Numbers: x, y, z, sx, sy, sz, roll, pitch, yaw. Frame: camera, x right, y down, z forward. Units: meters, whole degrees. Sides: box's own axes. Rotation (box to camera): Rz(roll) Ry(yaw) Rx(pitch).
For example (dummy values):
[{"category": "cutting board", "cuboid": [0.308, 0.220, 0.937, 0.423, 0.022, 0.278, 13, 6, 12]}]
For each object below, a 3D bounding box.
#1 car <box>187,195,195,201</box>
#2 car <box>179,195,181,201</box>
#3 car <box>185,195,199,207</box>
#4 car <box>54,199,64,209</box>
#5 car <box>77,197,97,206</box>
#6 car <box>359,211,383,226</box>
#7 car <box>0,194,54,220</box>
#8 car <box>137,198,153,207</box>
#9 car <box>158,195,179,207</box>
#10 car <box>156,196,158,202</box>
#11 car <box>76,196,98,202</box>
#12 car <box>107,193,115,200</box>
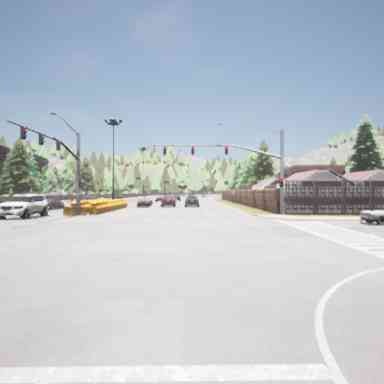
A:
[{"category": "car", "cuboid": [-0.169, 1.440, 79.956, 1.837, 1.490, 4.892, 0, 0, 0]}, {"category": "car", "cuboid": [-3.670, 1.420, 80.050, 1.882, 1.535, 5.008, 0, 0, 0]}, {"category": "car", "cuboid": [-0.007, 1.313, 51.040, 2.097, 1.767, 4.553, 0, 0, 0]}, {"category": "car", "cuboid": [-17.684, 1.526, 41.245, 2.033, 1.411, 5.357, 0, 0, 0]}, {"category": "car", "cuboid": [-17.698, 1.568, 56.163, 1.895, 1.301, 4.718, 0, 0, 0]}, {"category": "car", "cuboid": [14.068, 1.576, 22.667, 4.718, 1.301, 1.895, 0, 0, 2]}, {"category": "car", "cuboid": [-14.161, 1.210, 28.105, 2.150, 2.045, 5.566, 0, 0, 0]}, {"category": "car", "cuboid": [-7.006, 1.567, 49.805, 1.895, 1.301, 4.718, 0, 0, 0]}, {"category": "car", "cuboid": [-3.508, 1.315, 51.053, 2.097, 1.767, 4.553, 0, 0, 0]}, {"category": "car", "cuboid": [-7.161, 1.542, 75.994, 1.895, 1.301, 4.718, 0, 0, 0]}, {"category": "car", "cuboid": [-14.187, 1.325, 45.120, 2.097, 1.767, 4.553, 0, 0, 0]}, {"category": "car", "cuboid": [-14.180, 1.185, 61.497, 2.150, 2.045, 5.566, 0, 0, 0]}]
